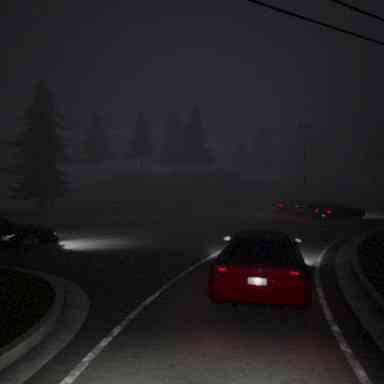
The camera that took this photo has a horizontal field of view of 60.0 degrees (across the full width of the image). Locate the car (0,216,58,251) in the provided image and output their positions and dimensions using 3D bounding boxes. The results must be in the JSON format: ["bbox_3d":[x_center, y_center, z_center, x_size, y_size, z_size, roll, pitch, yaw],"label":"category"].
[{"bbox_3d":[-8.092,1.568,12.789,5.357,1.411,2.033,0,0,-30],"label":"car"}]

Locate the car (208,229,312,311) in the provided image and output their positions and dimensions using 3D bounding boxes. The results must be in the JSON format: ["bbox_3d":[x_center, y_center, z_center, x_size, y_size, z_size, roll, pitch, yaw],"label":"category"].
[{"bbox_3d":[1.652,1.578,7.939,1.994,1.385,4.181,0,0,14],"label":"car"}]

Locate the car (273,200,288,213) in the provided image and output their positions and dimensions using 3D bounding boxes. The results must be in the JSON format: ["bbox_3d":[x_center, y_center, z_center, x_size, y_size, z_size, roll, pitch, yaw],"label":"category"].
[{"bbox_3d":[10.947,1.556,35.681,4.902,1.511,2.128,0,0,-30],"label":"car"}]

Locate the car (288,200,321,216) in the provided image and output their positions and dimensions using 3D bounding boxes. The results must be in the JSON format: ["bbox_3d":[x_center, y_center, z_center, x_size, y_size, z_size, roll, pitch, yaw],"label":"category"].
[{"bbox_3d":[12.120,1.550,32.321,4.902,1.511,2.128,0,0,-30],"label":"car"}]

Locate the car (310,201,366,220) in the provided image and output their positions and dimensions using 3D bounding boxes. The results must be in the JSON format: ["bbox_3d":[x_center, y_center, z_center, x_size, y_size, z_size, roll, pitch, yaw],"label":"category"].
[{"bbox_3d":[12.825,1.653,28.698,4.718,1.301,1.895,0,0,-30],"label":"car"}]
